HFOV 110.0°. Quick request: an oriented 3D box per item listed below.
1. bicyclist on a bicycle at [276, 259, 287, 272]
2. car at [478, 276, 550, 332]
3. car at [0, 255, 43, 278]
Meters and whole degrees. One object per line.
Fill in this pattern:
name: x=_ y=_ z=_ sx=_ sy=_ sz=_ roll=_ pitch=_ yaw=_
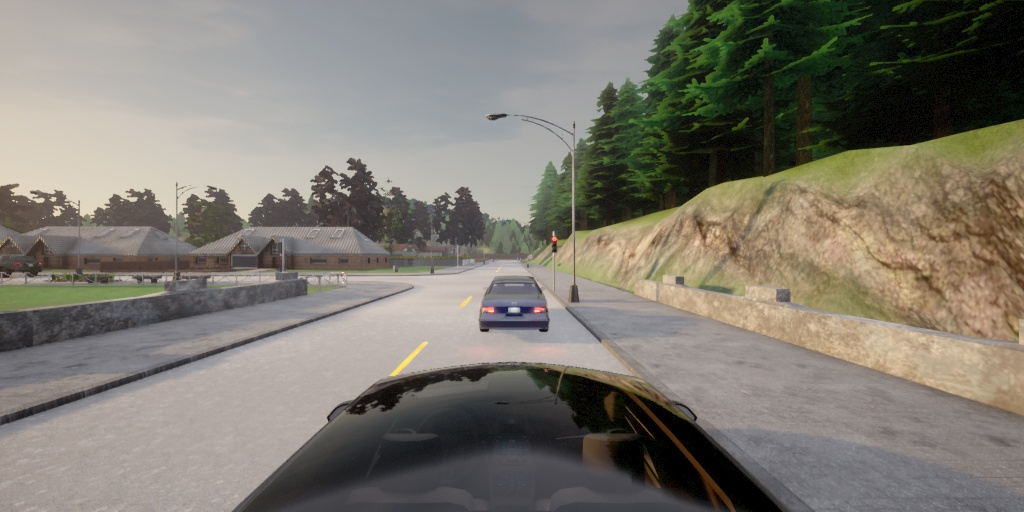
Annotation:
bicyclist on a bicycle: x=-24.167 y=1.099 z=37.589 sx=0.582 sy=1.620 sz=1.656 roll=0 pitch=0 yaw=0
car: x=0.062 y=1.297 z=10.811 sx=2.033 sy=1.411 sz=5.357 roll=0 pitch=0 yaw=0
car: x=-47.379 y=0.971 z=33.336 sx=5.566 sy=2.045 sz=2.150 roll=0 pitch=0 yaw=1
